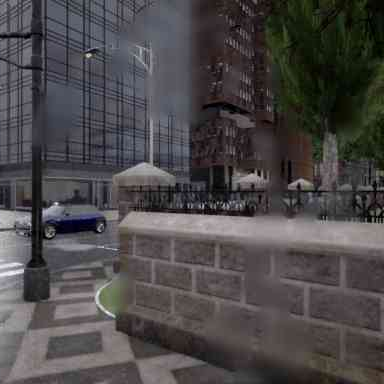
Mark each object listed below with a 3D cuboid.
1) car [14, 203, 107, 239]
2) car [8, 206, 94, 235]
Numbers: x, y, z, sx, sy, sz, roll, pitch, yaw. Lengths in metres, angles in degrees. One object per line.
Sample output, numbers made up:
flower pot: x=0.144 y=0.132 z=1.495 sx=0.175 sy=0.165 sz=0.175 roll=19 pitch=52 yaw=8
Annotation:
car: x=-6.877 y=1.426 z=17.834 sx=2.097 sy=1.767 sz=4.553 roll=0 pitch=0 yaw=36
car: x=-8.445 y=1.632 z=20.222 sx=2.008 sy=1.369 sz=4.403 roll=0 pitch=-1 yaw=36
